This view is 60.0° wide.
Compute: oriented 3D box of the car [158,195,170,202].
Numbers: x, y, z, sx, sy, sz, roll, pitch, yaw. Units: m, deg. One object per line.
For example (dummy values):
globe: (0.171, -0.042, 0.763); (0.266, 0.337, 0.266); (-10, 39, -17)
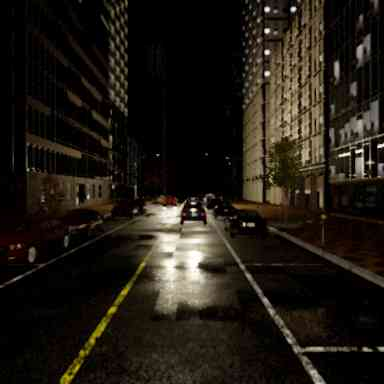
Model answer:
car: (-5.686, 1.344, 68.499); (2.008, 1.369, 4.403); (0, 0, 0)

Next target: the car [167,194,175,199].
car: (-5.685, 1.255, 91.268); (2.008, 1.369, 4.403); (0, 0, 0)

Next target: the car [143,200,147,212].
car: (-5.688, 1.476, 34.343); (1.947, 1.339, 4.313); (0, 0, 0)

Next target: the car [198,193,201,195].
car: (2.696, 1.087, 74.179); (2.192, 1.841, 5.009); (0, 0, 0)

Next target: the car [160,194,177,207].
car: (-3.084, 1.395, 47.264); (1.812, 1.442, 4.674); (0, 0, 0)

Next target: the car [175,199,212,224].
car: (0.101, 1.487, 23.949); (2.033, 1.411, 5.357); (0, 0, 0)

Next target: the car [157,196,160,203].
car: (-5.687, 1.341, 62.636); (1.752, 1.417, 4.829); (0, 0, 0)

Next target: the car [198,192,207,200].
car: (2.696, 1.042, 85.563); (2.192, 1.841, 5.009); (0, 0, 0)

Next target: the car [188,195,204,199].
car: (0.101, 1.435, 41.487); (2.033, 1.411, 5.357); (0, 0, 0)

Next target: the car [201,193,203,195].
car: (2.694, 1.295, 51.411); (1.967, 1.590, 4.097); (0, 0, 0)

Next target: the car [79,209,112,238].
car: (-5.688, 1.539, 17.266); (1.802, 1.307, 4.206); (0, 0, 0)

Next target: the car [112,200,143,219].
car: (-5.688, 1.471, 28.650); (1.887, 1.381, 4.507); (0, 0, 0)

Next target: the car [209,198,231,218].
car: (2.693, 1.492, 28.642); (1.947, 1.339, 4.313); (0, 0, 0)

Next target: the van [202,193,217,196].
van: (2.694, 1.215, 45.719); (1.690, 1.788, 3.998); (0, 0, 0)

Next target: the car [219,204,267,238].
car: (2.692, 1.523, 17.258); (1.947, 1.339, 4.313); (0, 0, 0)

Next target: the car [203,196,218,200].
car: (2.693, 1.458, 40.026); (1.947, 1.339, 4.313); (0, 0, 0)

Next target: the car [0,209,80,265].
car: (-5.688, 1.517, 11.572); (1.887, 1.381, 4.507); (0, 0, 0)
